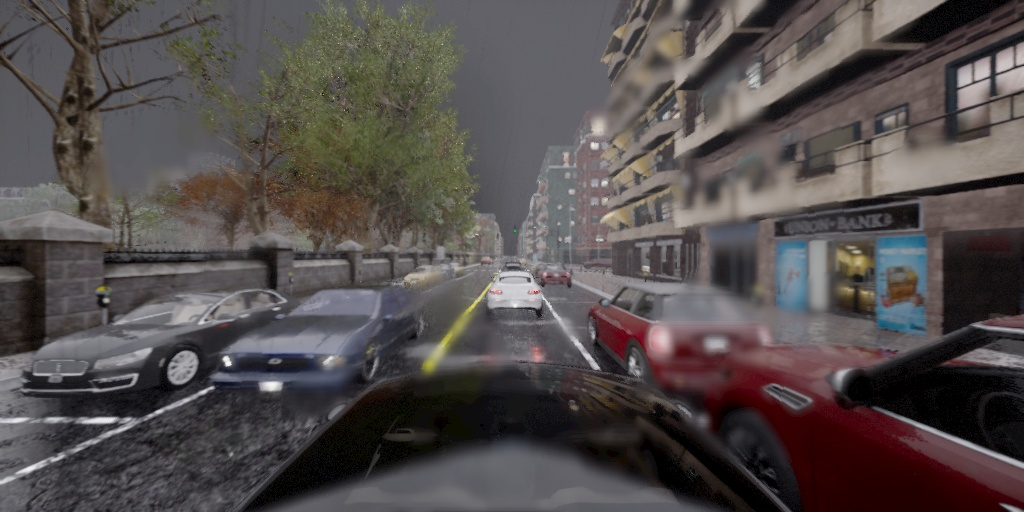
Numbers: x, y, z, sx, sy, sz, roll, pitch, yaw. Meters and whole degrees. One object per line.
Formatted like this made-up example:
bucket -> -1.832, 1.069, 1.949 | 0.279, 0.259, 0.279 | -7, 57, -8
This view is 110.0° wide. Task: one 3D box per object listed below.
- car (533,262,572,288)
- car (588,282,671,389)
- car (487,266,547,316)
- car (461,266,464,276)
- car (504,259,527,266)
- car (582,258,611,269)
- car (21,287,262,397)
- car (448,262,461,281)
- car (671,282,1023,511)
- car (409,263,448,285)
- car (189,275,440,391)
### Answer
car -> 2.686, 1.175, 23.553 | 1.967, 1.591, 4.097 | 0, 0, 0
car -> 2.691, 1.185, 6.663 | 1.967, 1.591, 4.097 | 0, 0, 0
car -> 0.096, 1.266, 13.285 | 1.812, 1.442, 4.674 | 0, 0, 0
car -> -5.697, 1.258, 34.642 | 1.751, 1.417, 4.829 | 0, 0, 0
car -> 0.093, 1.237, 30.539 | 1.837, 1.490, 4.892 | 0, 0, 0
car -> 14.585, 1.322, 61.797 | 5.009, 1.841, 2.192 | 0, 0, 0
car -> -5.690, 1.296, 6.660 | 2.007, 1.370, 4.403 | 0, 0, 0
car -> -5.695, 1.283, 29.181 | 2.007, 1.370, 4.403 | 0, 0, 0
car -> 2.691, 1.065, 1.032 | 2.192, 1.841, 5.009 | 0, 0, 0
car -> -5.694, 1.260, 23.381 | 1.751, 1.417, 4.829 | 0, 0, 0
car -> -3.099, 1.292, 7.287 | 2.033, 1.411, 5.357 | 0, 0, 0
